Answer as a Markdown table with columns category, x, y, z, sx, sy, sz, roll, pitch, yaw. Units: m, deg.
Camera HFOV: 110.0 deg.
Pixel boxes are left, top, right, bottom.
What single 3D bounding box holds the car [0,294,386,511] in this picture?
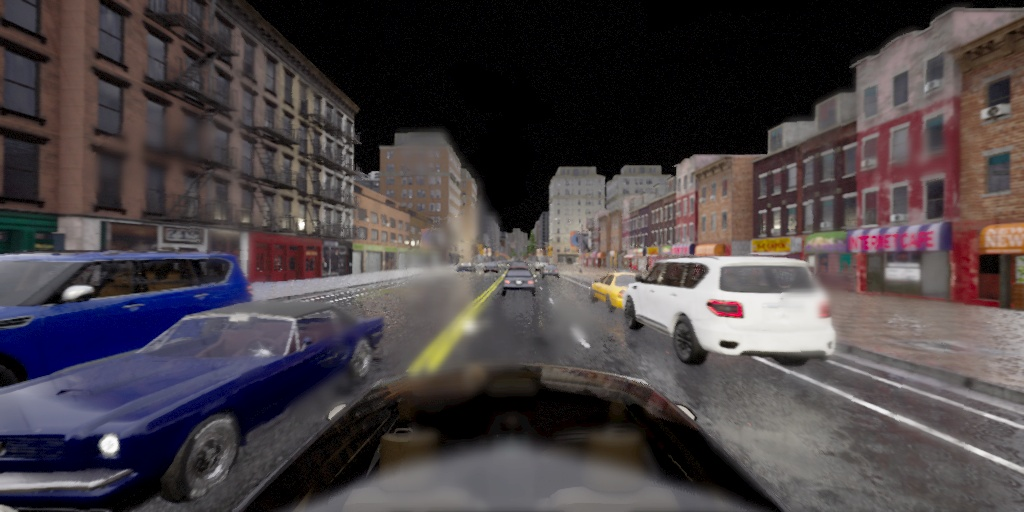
| category | x | y | z | sx | sy | sz | roll | pitch | yaw |
| --- | --- | --- | --- | --- | --- | --- | --- | --- | --- |
| car | -3.340 | 1.329 | 4.519 | 1.895 | 1.301 | 4.718 | 0 | 0 | 1 |

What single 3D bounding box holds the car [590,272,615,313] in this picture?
| category | x | y | z | sx | sy | sz | roll | pitch | yaw |
| --- | --- | --- | --- | --- | --- | --- | --- | --- | --- |
| car | 4.412 | 1.297 | 14.451 | 1.801 | 1.575 | 5.366 | 0 | 0 | 1 |

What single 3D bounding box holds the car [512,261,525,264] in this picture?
| category | x | y | z | sx | sy | sz | roll | pitch | yaw |
| --- | --- | --- | --- | --- | --- | --- | --- | --- | --- |
| car | 0.728 | 1.334 | 39.168 | 2.097 | 1.767 | 4.553 | 0 | 0 | 1 |

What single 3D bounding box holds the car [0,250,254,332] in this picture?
| category | x | y | z | sx | sy | sz | roll | pitch | yaw |
| --- | --- | --- | --- | --- | --- | --- | --- | --- | --- |
| car | -6.572 | 0.925 | 5.369 | 2.150 | 2.045 | 5.566 | 0 | 0 | 1 |

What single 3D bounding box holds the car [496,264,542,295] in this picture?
| category | x | y | z | sx | sy | sz | roll | pitch | yaw |
| --- | --- | --- | --- | --- | --- | --- | --- | --- | --- |
| car | 0.392 | 1.397 | 20.660 | 2.033 | 1.411 | 5.357 | 0 | 0 | 1 |

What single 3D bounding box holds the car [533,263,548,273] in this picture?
| category | x | y | z | sx | sy | sz | roll | pitch | yaw |
| --- | --- | --- | --- | --- | --- | --- | --- | --- | --- |
| car | 4.101 | 1.705 | 51.736 | 1.895 | 1.301 | 4.718 | 0 | 0 | 1 |

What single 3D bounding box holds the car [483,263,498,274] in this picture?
| category | x | y | z | sx | sy | sz | roll | pitch | yaw |
| --- | --- | --- | --- | --- | --- | --- | --- | --- | --- |
| car | -2.595 | 1.551 | 46.019 | 2.033 | 1.411 | 5.357 | 0 | 0 | 1 |

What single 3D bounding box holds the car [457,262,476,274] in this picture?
| category | x | y | z | sx | sy | sz | roll | pitch | yaw |
| --- | --- | --- | --- | --- | --- | --- | --- | --- | --- |
| car | -5.831 | 1.528 | 46.697 | 2.033 | 1.411 | 5.357 | 0 | 0 | 1 |

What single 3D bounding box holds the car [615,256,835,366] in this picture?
| category | x | y | z | sx | sy | sz | roll | pitch | yaw |
| --- | --- | --- | --- | --- | --- | --- | --- | --- | --- |
| car | 4.305 | 1.032 | 8.292 | 2.150 | 2.045 | 5.566 | 0 | 0 | 1 |

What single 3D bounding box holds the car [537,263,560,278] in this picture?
| category | x | y | z | sx | sy | sz | roll | pitch | yaw |
| --- | --- | --- | --- | --- | --- | --- | --- | --- | --- |
| car | 3.882 | 1.542 | 37.181 | 2.033 | 1.411 | 5.357 | 0 | 0 | 1 |
